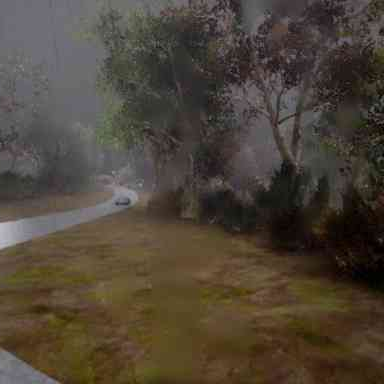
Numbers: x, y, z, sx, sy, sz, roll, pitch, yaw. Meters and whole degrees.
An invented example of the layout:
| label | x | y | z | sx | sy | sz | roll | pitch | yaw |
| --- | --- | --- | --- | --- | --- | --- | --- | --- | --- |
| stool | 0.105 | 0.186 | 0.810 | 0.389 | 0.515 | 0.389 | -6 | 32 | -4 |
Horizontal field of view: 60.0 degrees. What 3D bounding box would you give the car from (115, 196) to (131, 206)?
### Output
| label | x | y | z | sx | sy | sz | roll | pitch | yaw |
| --- | --- | --- | --- | --- | --- | --- | --- | --- | --- |
| car | -10.515 | 1.318 | 50.788 | 1.994 | 1.385 | 4.181 | -1 | 1 | -5 |
